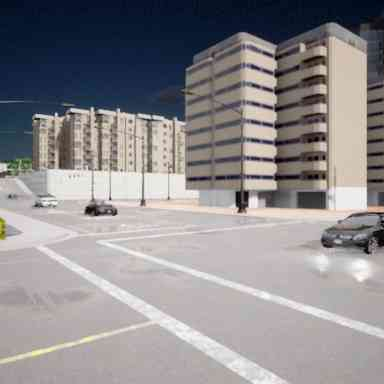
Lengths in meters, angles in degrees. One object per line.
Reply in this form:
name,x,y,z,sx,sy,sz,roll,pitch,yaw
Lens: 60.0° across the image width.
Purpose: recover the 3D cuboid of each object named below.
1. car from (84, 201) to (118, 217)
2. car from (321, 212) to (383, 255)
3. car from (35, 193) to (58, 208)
car,-8.497,1.563,30.954,1.994,1.385,4.181,0,0,-36
car,7.188,1.556,13.578,4.674,1.442,1.812,0,0,-37
car,-21.251,1.223,48.363,2.150,2.045,5.566,0,0,-36
